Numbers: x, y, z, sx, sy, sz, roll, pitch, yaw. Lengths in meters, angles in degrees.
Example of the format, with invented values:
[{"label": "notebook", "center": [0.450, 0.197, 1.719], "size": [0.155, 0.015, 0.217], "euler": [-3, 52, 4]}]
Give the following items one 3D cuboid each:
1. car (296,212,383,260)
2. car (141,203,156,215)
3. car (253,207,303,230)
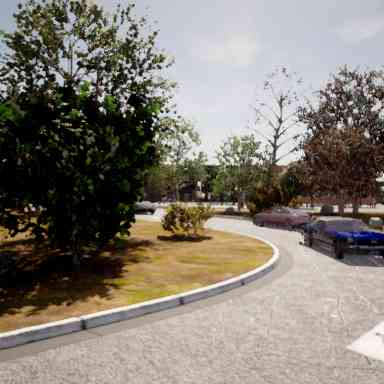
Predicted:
[{"label": "car", "center": [5.806, 1.661, 12.763], "size": [1.895, 1.301, 4.718], "euler": [1, 0, 0]}, {"label": "car", "center": [-5.277, 1.650, 36.076], "size": [2.033, 1.411, 5.357], "euler": [1, -1, -17]}, {"label": "car", "center": [6.070, 1.713, 22.367], "size": [1.994, 1.385, 4.181], "euler": [1, -1, -32]}]
